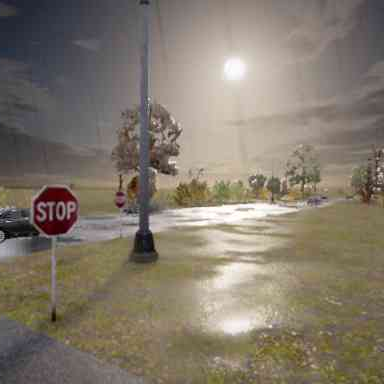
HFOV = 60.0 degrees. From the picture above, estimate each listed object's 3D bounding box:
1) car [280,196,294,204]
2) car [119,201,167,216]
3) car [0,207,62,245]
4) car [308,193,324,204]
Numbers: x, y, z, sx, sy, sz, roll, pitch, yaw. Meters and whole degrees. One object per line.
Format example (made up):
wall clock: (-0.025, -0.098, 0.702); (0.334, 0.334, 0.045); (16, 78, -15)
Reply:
car: (20.083, 1.599, 70.273); (1.882, 1.535, 5.008); (0, 0, 34)
car: (-4.767, 1.583, 33.213); (2.033, 1.411, 5.357); (0, 0, 34)
car: (-8.084, 1.497, 15.662); (1.837, 1.490, 4.892); (0, 0, 34)
car: (24.953, 1.505, 67.523); (2.097, 1.767, 4.553); (0, 0, 26)
